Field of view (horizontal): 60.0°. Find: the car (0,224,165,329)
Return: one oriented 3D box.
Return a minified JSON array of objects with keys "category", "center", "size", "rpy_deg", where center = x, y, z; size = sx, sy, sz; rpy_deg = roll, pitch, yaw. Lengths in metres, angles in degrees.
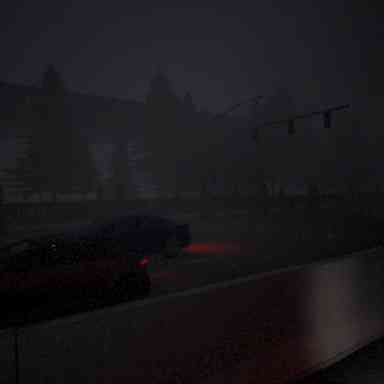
[{"category":"car","center":[-2.883,1.565,6.235],"size":[4.181,1.385,1.994],"rpy_deg":[-1,0,-36]}]

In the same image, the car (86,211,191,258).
[{"category":"car","center":[-2.366,1.430,10.903],"size":[5.008,1.535,1.882],"rpy_deg":[-1,1,-35]}]
